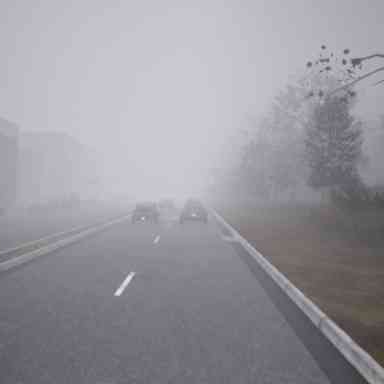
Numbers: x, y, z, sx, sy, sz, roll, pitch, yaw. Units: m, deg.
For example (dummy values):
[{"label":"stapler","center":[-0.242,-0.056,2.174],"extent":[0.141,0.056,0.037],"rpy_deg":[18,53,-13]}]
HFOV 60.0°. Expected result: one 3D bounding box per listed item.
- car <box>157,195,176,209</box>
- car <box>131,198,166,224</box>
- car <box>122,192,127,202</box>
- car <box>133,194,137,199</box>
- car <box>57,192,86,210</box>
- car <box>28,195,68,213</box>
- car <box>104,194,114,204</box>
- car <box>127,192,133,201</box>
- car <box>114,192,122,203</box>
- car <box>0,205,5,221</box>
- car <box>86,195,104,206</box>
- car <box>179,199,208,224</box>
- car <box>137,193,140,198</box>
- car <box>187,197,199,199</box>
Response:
[{"label":"car","center":[-3.116,1.399,41.772],"extent":[1.812,1.442,4.674],"rpy_deg":[0,0,0]},{"label":"car","center":[-3.132,1.433,23.711],"extent":[1.837,1.490,4.892],"rpy_deg":[0,0,0]},{"label":"car","center":[-15.140,1.224,67.031],"extent":[1.946,1.575,5.366],"rpy_deg":[0,0,0]},{"label":"car","center":[-15.182,1.197,78.397],"extent":[2.231,1.521,4.892],"rpy_deg":[0,0,0]},{"label":"car","center":[-15.043,1.052,39.687],"extent":[2.435,2.045,5.566],"rpy_deg":[0,0,0]},{"label":"car","center":[-15.023,1.319,34.198],"extent":[2.231,1.521,4.892],"rpy_deg":[0,0,0]},{"label":"car","center":[-15.101,1.255,55.981],"extent":[1.946,1.575,5.366],"rpy_deg":[0,0,0]},{"label":"car","center":[-15.161,0.960,72.713],"extent":[2.435,2.045,5.566],"rpy_deg":[0,0,0]},{"label":"car","center":[-15.121,1.116,61.722],"extent":[2.185,1.767,4.553],"rpy_deg":[0,0,0]},{"label":"car","center":[-14.987,1.378,23.110],"extent":[2.163,1.488,4.792],"rpy_deg":[0,0,0]},{"label":"car","center":[-15.132,1.278,49.109],"extent":[2.231,1.521,4.892],"rpy_deg":[0,0,1]},{"label":"car","center":[0.117,1.492,24.297],"extent":[1.994,1.385,4.181],"rpy_deg":[0,0,0]},{"label":"car","center":[-15.200,1.181,83.923],"extent":[2.231,1.521,4.892],"rpy_deg":[0,0,0]},{"label":"car","center":[0.132,1.352,41.957],"extent":[1.882,1.535,5.008],"rpy_deg":[0,0,0]}]
